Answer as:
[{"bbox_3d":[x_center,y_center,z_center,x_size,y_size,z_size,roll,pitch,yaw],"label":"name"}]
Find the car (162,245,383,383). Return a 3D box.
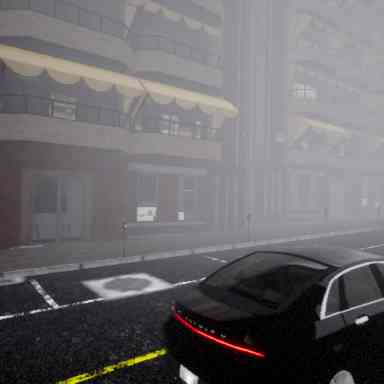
[{"bbox_3d":[1.944,1.507,4.548,4.892,1.490,1.837,0,0,-35],"label":"car"}]
